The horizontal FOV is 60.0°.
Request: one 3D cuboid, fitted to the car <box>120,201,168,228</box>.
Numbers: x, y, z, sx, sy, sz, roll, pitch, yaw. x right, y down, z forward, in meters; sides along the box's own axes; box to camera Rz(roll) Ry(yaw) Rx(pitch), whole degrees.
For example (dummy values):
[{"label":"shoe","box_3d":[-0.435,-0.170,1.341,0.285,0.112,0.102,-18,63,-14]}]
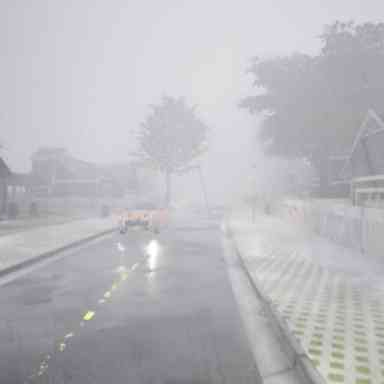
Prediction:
[{"label":"car","box_3d":[-2.557,1.236,18.567,2.097,1.767,4.553,0,0,5]}]
